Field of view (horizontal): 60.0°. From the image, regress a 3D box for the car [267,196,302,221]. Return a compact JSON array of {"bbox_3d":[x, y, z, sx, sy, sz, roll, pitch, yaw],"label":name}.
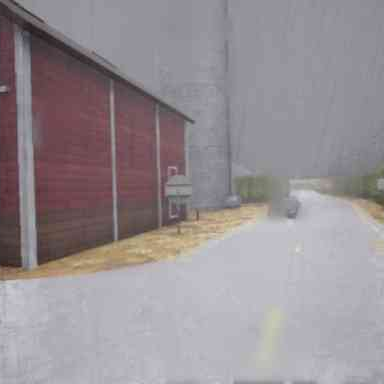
[{"bbox_3d":[6.329,1.082,22.454,1.837,1.490,4.892,-1,1,22],"label":"car"}]
